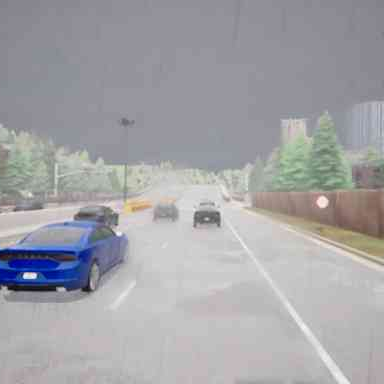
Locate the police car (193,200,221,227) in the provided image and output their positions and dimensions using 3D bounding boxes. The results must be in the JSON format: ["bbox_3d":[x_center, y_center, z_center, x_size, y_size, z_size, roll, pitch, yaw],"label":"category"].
[{"bbox_3d":[1.111,1.621,24.445,1.930,1.638,5.238,0,-1,3],"label":"police car"}]

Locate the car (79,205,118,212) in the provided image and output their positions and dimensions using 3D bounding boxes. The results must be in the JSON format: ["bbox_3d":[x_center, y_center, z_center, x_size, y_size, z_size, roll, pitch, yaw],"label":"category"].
[{"bbox_3d":[-6.032,1.622,21.473,1.837,1.490,4.892,0,-1,3],"label":"car"}]

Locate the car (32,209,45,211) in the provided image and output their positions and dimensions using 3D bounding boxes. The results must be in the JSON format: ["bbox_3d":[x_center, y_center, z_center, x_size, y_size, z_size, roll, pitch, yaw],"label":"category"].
[{"bbox_3d":[-19.364,1.720,39.672,1.994,1.385,4.181,0,-1,3],"label":"car"}]

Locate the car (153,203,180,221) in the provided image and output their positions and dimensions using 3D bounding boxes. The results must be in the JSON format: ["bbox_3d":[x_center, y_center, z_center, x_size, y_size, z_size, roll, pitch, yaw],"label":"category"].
[{"bbox_3d":[-2.184,1.696,29.021,2.128,1.511,4.902,0,-1,3],"label":"car"}]

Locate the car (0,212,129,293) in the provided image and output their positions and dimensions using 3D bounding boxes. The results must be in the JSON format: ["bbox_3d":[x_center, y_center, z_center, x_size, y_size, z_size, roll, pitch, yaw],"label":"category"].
[{"bbox_3d":[-3.085,1.524,9.034,1.882,1.535,5.008,0,-1,2],"label":"car"}]
